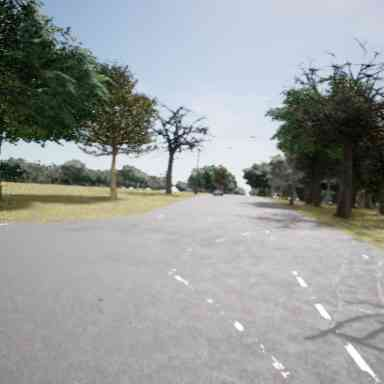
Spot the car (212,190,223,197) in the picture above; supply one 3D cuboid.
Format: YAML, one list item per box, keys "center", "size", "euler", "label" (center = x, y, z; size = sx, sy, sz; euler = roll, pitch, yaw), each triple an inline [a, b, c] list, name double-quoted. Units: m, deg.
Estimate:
- center: [5.134, 0.277, 66.658]
  size: [1.994, 1.385, 4.181]
  euler: [4, 1, 9]
  label: "car"
